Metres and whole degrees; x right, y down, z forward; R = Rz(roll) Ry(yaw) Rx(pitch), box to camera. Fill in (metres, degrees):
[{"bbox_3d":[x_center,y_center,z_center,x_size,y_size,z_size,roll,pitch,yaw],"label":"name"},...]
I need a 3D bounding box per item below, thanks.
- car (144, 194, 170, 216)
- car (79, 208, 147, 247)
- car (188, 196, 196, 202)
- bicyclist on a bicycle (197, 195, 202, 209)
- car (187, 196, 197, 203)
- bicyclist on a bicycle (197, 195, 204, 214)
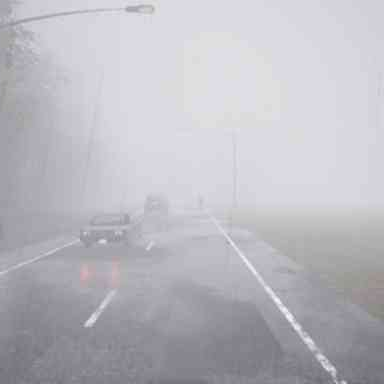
[{"bbox_3d":[-3.400,1.197,32.989,2.150,2.045,5.566,0,0,0],"label":"car"},{"bbox_3d":[-3.400,1.590,14.920,1.895,1.301,4.718,0,0,0],"label":"car"},{"bbox_3d":[0.004,1.539,78.394,1.895,1.301,4.718,0,0,0],"label":"car"},{"bbox_3d":[0.967,1.338,43.984,0.659,1.776,1.843,0,0,0],"label":"bicyclist on a bicycle"},{"bbox_3d":[0.032,1.514,68.784,1.994,1.385,4.181,0,0,1],"label":"car"},{"bbox_3d":[0.965,1.428,34.304,0.582,1.620,1.656,0,0,0],"label":"bicyclist on a bicycle"}]
